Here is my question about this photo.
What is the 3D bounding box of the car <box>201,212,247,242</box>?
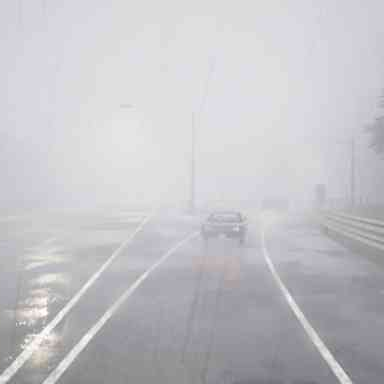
[{"bbox_3d":[1.748,1.612,16.465,1.895,1.301,4.718,0,0,12],"label":"car"}]

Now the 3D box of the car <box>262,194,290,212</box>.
[{"bbox_3d":[9.954,1.291,39.259,2.150,2.045,5.566,0,0,28],"label":"car"}]
